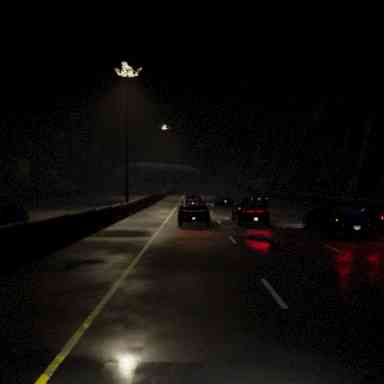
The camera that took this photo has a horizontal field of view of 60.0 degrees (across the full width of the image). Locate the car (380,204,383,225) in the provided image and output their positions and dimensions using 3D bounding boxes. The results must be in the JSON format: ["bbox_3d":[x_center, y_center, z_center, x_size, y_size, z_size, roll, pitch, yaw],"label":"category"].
[{"bbox_3d":[10.605,1.347,19.691,1.895,1.301,4.718,0,1,0],"label":"car"}]

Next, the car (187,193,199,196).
[{"bbox_3d":[0.109,0.901,37.532,1.837,1.490,4.892,0,1,0],"label":"car"}]

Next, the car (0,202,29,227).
[{"bbox_3d":[-10.595,1.300,17.968,1.812,1.442,4.674,0,1,0],"label":"car"}]

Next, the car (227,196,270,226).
[{"bbox_3d":[3.605,1.227,21.141,1.837,1.490,4.892,0,1,0],"label":"car"}]

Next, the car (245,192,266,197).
[{"bbox_3d":[7.109,0.757,37.108,2.097,1.767,4.553,0,1,0],"label":"car"}]

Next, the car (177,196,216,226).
[{"bbox_3d":[0.105,1.219,20.818,2.128,1.511,4.902,0,1,0],"label":"car"}]

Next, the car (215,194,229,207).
[{"bbox_3d":[3.609,0.951,37.929,1.994,1.385,4.181,0,1,0],"label":"car"}]

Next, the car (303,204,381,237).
[{"bbox_3d":[7.091,1.322,16.595,1.812,1.442,4.674,0,1,0],"label":"car"}]
